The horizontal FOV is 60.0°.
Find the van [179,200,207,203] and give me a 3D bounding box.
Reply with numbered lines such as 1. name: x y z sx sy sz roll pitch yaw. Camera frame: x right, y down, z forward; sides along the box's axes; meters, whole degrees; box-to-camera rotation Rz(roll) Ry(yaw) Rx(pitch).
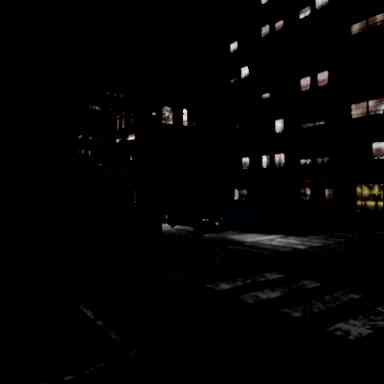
1. van: 0.129 1.639 31.993 1.690 1.788 3.998 -2 0 -36

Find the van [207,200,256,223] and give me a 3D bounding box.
1. van: 3.386 1.548 27.513 1.690 1.788 3.998 -2 0 -36

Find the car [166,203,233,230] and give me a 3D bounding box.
1. car: 0.085 1.709 22.235 2.128 1.511 4.902 -1 -1 -36
